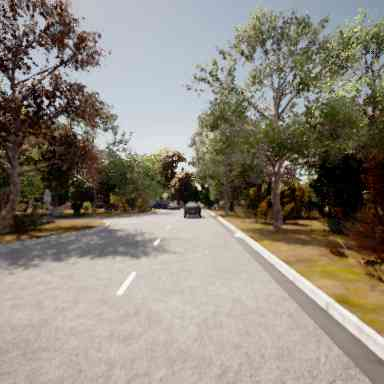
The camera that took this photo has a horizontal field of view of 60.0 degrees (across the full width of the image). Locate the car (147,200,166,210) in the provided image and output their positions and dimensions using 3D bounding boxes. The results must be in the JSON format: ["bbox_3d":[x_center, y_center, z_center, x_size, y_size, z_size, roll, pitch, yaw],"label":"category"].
[{"bbox_3d":[-7.048,2.804,71.946,5.566,2.045,2.150,-1,-3,30],"label":"car"}]

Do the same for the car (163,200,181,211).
[{"bbox_3d":[-3.362,2.725,61.677,2.033,1.411,5.357,1,-2,-14],"label":"car"}]

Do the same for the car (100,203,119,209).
[{"bbox_3d":[-16.362,3.043,70.811,4.902,1.511,2.128,0,-3,-2],"label":"car"}]

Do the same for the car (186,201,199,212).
[{"bbox_3d":[-0.005,2.370,56.021,2.097,1.767,4.553,0,-2,-2],"label":"car"}]

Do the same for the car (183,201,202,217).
[{"bbox_3d":[0.070,1.966,37.203,1.882,1.535,5.008,0,-1,0],"label":"car"}]

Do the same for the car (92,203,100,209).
[{"bbox_3d":[-20.346,3.131,73.901,5.008,1.535,1.882,0,-3,0],"label":"car"}]
